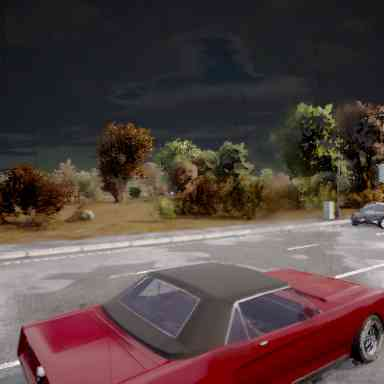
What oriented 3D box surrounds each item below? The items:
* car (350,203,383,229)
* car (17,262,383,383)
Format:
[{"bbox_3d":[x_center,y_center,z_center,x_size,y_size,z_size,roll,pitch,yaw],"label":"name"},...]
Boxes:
[{"bbox_3d":[12.326,1.508,22.013,4.892,1.490,1.837,0,0,-39],"label":"car"},{"bbox_3d":[0.575,1.602,4.165,4.718,1.301,1.895,0,0,-36],"label":"car"}]
